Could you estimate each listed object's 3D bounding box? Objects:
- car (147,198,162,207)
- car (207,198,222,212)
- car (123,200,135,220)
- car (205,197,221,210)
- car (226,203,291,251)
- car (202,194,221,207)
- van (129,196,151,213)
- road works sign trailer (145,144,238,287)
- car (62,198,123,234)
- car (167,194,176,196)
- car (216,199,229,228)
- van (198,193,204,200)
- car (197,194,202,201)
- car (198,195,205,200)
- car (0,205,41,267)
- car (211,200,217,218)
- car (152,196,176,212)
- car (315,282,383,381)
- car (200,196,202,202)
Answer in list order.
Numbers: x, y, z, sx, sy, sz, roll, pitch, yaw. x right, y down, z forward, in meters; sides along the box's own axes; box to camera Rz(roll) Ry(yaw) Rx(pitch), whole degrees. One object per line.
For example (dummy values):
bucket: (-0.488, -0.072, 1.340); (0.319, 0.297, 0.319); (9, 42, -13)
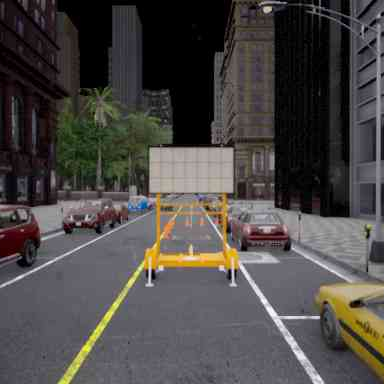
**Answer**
car: (-5.853, 1.581, 52.037); (1.802, 1.307, 4.206); (0, 0, 0)
car: (2.708, 1.550, 30.332); (2.008, 1.369, 4.403); (0, 0, 0)
car: (-5.808, 1.543, 24.906); (1.887, 1.381, 4.507); (0, 0, 0)
car: (2.699, 1.525, 35.928); (1.752, 1.417, 4.829); (0, 0, 0)
car: (2.735, 1.437, 14.057); (1.967, 1.590, 4.097); (0, 0, 0)
car: (2.689, 1.315, 41.183); (2.192, 1.841, 5.009); (0, 0, 0)
van: (-5.827, 1.341, 35.758); (1.690, 1.788, 3.998); (0, 0, 0)
road works sign trailer: (-0.016, 0.462, 9.327); (2.380, 3.560, 2.880); (0, 0, 0)
car: (-5.800, 1.312, 19.480); (2.192, 1.841, 5.009); (0, 0, 0)
car: (-5.906, 1.538, 83.896); (2.008, 1.369, 4.403); (0, 0, 0)
car: (2.726, 1.437, 19.483); (1.967, 1.590, 4.097); (0, 0, 0)
van: (2.601, 1.321, 94.731); (1.690, 1.788, 3.998); (0, 0, 0)
car: (2.628, 1.556, 78.470); (1.947, 1.339, 4.313); (0, 0, 0)
car: (2.610, 1.509, 89.481); (1.752, 1.417, 4.829); (0, 0, 0)
car: (-5.782, 1.313, 8.628); (2.192, 1.841, 5.009); (0, 0, 0)
car: (2.716, 1.543, 24.908); (1.887, 1.381, 4.507); (0, 0, 0)
car: (-3.155, 1.505, 38.401); (1.837, 1.490, 4.892); (0, 0, 0)
car: (2.753, 1.524, 3.378); (1.752, 1.417, 4.829); (0, 0, 0)
car: (2.672, 1.565, 52.033); (1.947, 1.339, 4.313); (0, 0, 0)
